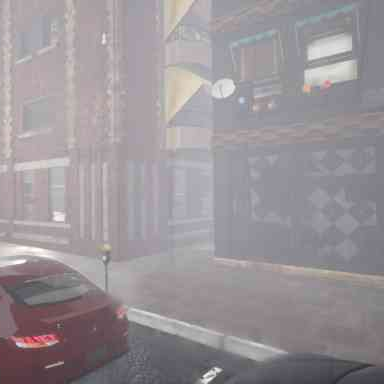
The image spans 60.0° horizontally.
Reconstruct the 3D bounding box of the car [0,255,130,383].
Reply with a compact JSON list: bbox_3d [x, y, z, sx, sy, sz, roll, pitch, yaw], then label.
[{"bbox_3d":[-2.703,1.583,4.762,4.206,1.307,1.802,0,-1,35],"label":"car"}]

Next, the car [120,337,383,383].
[{"bbox_3d":[1.909,1.566,1.487,4.313,1.339,1.947,0,-1,35],"label":"car"}]
